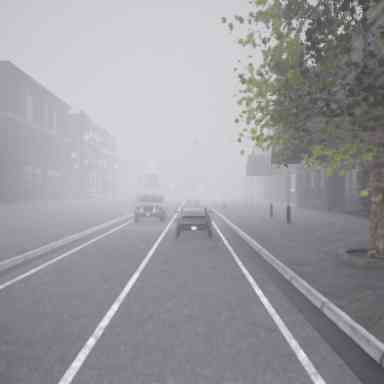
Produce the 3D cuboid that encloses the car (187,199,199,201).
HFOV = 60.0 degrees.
[{"bbox_3d":[0.095,1.431,35.340,2.033,1.411,5.357,0,0,0],"label":"car"}]

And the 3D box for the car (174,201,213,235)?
[{"bbox_3d":[0.095,1.460,18.282,1.837,1.490,4.892,0,0,0],"label":"car"}]

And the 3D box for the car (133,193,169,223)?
[{"bbox_3d":[-3.004,1.142,25.424,2.150,2.045,5.566,0,0,0],"label":"car"}]
